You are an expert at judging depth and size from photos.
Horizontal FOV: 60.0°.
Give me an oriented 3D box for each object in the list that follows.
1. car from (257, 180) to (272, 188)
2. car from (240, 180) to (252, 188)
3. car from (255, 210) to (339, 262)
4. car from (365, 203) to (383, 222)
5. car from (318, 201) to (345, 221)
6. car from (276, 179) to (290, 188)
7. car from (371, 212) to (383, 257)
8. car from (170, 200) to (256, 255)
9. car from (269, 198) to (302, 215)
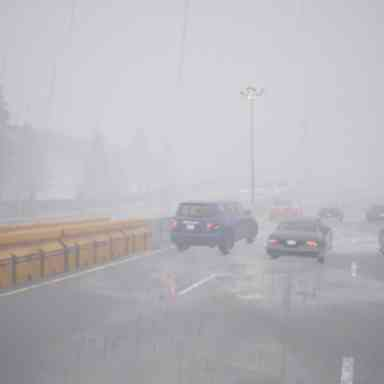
[{"bbox_3d":[14.219,-1.636,64.819,2.033,1.411,5.357,0,6,26],"label":"car"},{"bbox_3d":[11.028,-1.645,66.263,2.128,1.511,4.902,0,6,26],"label":"car"},{"bbox_3d":[4.243,1.657,12.713,2.033,1.411,5.357,0,-1,27],"label":"car"},{"bbox_3d":[14.356,1.500,25.340,1.994,1.385,4.181,0,2,27],"label":"car"},{"bbox_3d":[11.435,1.457,27.316,1.812,1.442,4.674,0,2,27],"label":"car"},{"bbox_3d":[17.379,-1.726,63.331,1.882,1.535,5.008,0,6,27],"label":"car"},{"bbox_3d":[7.368,1.640,11.138,2.033,1.411,5.357,0,-1,27],"label":"car"},{"bbox_3d":[1.145,1.351,14.346,2.150,2.045,5.566,0,0,27],"label":"car"},{"bbox_3d":[8.095,1.316,28.464,2.097,1.767,4.553,0,2,27],"label":"car"}]
